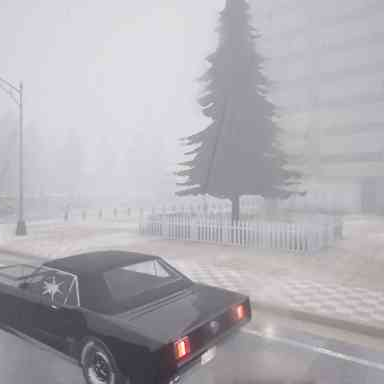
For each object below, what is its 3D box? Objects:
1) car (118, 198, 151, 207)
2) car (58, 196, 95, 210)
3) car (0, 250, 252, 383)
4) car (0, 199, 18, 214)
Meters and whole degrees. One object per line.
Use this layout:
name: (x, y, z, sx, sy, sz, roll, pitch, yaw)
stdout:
car: (-8.591, 1.547, 50.432, 2.033, 1.411, 5.357, 0, 0, 36)
car: (-14.600, 1.352, 42.104, 2.097, 1.767, 4.553, 0, 0, 36)
car: (-1.606, 1.601, 5.153, 4.718, 1.301, 1.895, 0, 0, 36)
car: (-20.495, 1.478, 33.927, 1.882, 1.535, 5.008, 0, 0, 36)
